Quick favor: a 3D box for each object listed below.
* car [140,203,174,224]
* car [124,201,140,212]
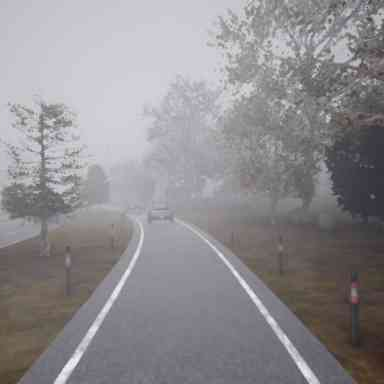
[{"bbox_3d":[-2.615,1.572,25.767,2.128,1.511,4.902,-1,0,-12],"label":"car"},{"bbox_3d":[-7.508,1.790,42.336,1.895,1.301,4.718,-1,0,-20],"label":"car"}]
